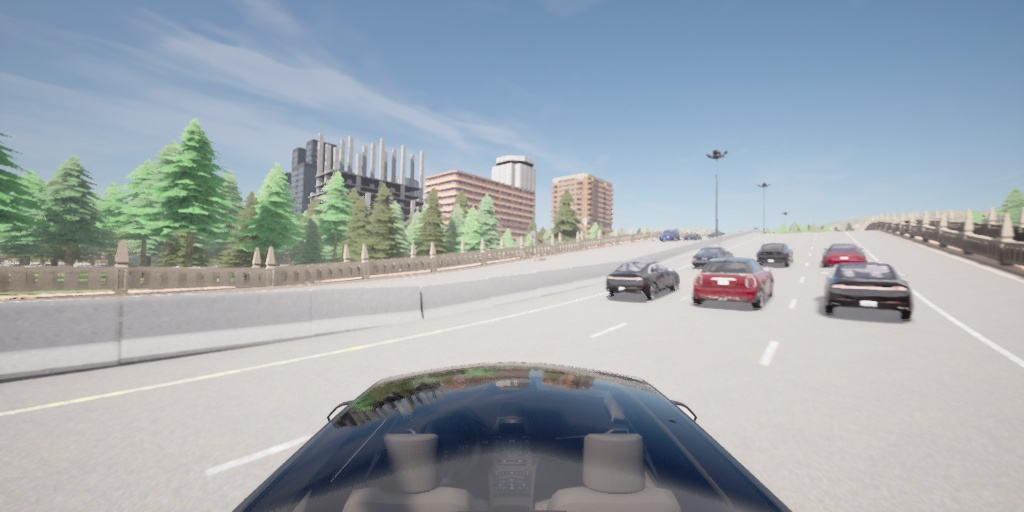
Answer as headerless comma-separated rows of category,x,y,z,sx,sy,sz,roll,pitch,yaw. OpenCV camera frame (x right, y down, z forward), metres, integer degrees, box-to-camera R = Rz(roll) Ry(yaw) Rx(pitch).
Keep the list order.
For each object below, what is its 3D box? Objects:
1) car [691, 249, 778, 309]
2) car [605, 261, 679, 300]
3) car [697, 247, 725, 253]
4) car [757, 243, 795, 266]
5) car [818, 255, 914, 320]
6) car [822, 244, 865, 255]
car,8.605,0.823,13.827,2.097,1.767,4.553,0,3,41
car,5.961,0.979,16.121,2.128,1.511,4.902,0,3,41
car,14.642,0.026,26.139,2.033,1.411,5.357,0,5,41
car,18.363,-0.178,25.065,1.837,1.490,4.892,0,6,41
car,11.242,0.953,11.527,2.128,1.511,4.902,0,3,41
car,20.759,-0.100,22.492,1.994,1.385,4.181,0,5,41
